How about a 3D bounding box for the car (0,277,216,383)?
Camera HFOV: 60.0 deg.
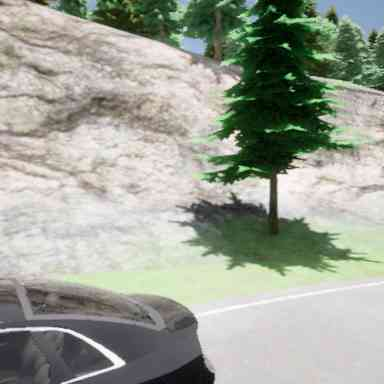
[{"bbox_3d":[-2.101,1.475,2.062,4.892,1.490,1.837,0,0,-34],"label":"car"}]
